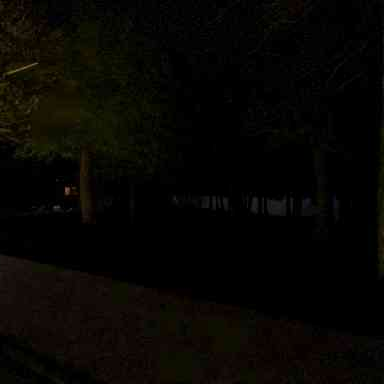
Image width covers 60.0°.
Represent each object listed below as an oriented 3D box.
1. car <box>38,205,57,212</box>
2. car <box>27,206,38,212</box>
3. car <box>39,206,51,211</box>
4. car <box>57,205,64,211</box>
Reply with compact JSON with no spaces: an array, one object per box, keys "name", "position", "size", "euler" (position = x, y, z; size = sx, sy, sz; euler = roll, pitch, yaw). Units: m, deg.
[{"name":"car","position":[-33.436,3.884,77.240],"size":[1.837,1.490,4.892],"euler":[0,-2,-9]},{"name":"car","position":[-36.705,3.910,77.083],"size":[1.837,1.490,4.892],"euler":[0,-2,-9]},{"name":"car","position":[-38.355,4.273,86.988],"size":[1.994,1.385,4.181],"euler":[0,-2,-9]},{"name":"car","position":[-35.149,4.236,87.523],"size":[2.128,1.511,4.902],"euler":[0,-2,-9]}]
